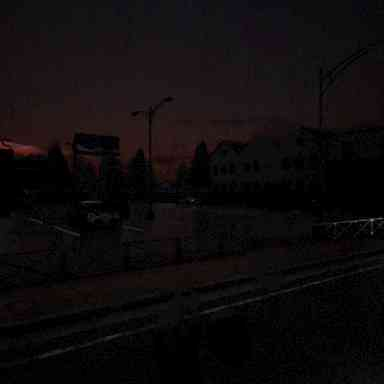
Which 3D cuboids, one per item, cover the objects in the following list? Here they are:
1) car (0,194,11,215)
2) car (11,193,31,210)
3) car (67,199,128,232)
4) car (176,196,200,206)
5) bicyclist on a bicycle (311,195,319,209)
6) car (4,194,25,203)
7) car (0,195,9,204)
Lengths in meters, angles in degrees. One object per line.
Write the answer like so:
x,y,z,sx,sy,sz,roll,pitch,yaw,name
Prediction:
-17.911,1.113,29.853,1.932,1.855,4.605,0,0,-36,car
-19.827,1.092,38.162,1.905,1.878,3.866,0,0,-36,car
-5.302,1.248,17.903,1.970,1.475,3.806,0,0,-36,car
-0.643,1.349,50.228,1.812,1.442,4.674,0,0,-36,car
13.668,1.124,36.853,1.656,1.620,0.582,0,0,-36,bicyclist on a bicycle
-38.980,1.328,73.235,3.866,1.878,1.905,0,0,-36,car
-39.204,1.495,66.106,4.611,1.667,2.242,0,0,-36,car
